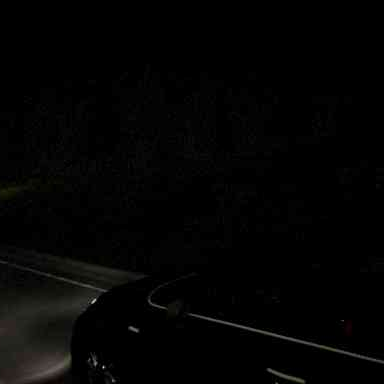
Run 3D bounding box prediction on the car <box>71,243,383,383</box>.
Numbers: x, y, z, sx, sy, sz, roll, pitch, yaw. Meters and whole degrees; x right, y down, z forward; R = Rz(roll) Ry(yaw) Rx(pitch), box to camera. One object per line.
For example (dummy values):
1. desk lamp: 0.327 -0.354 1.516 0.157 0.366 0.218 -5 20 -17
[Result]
1. car: 0.792 1.345 3.442 4.553 1.767 2.097 0 0 36
